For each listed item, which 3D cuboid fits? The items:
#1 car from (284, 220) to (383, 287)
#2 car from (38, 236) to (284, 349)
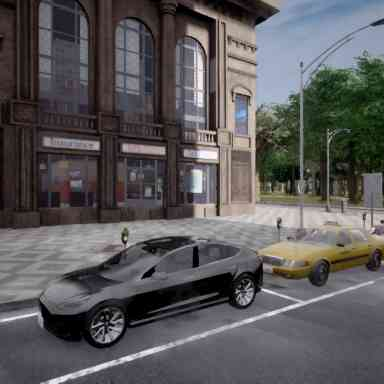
[{"bbox_3d":[3.775,1.526,9.348,4.829,1.417,1.752,0,0,-36],"label":"car"},{"bbox_3d":[-0.512,1.566,6.287,4.313,1.339,1.947,0,0,-36],"label":"car"}]
